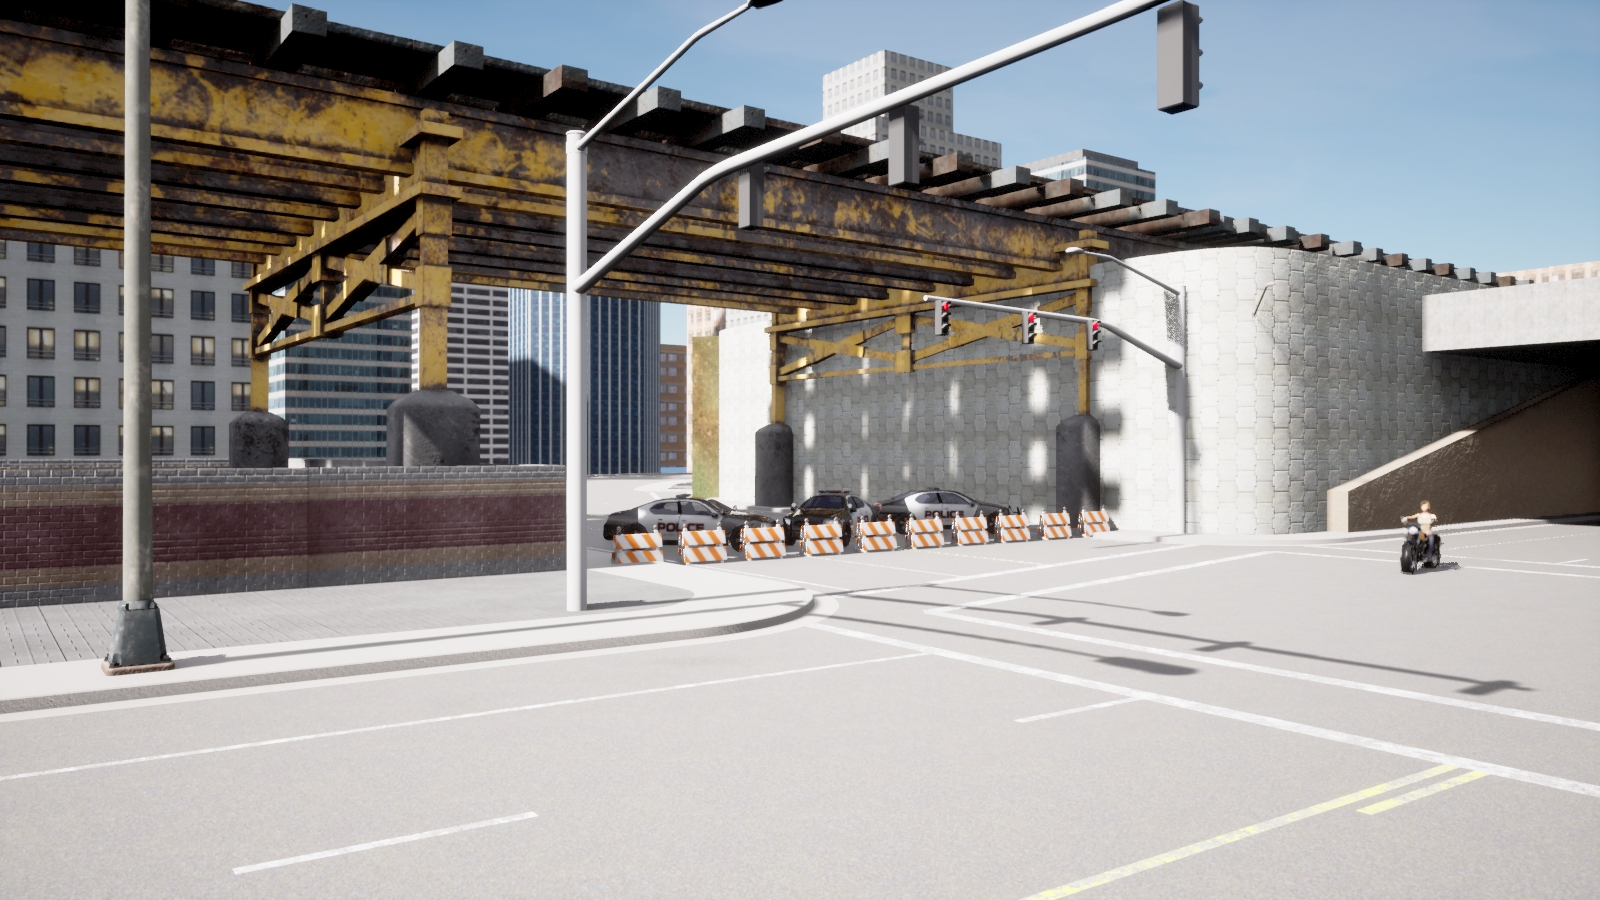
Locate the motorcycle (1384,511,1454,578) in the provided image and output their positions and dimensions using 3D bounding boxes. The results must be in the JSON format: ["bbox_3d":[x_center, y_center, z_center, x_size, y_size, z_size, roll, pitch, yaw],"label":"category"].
[{"bbox_3d":[14.260,2.142,26.306,0.764,1.332,2.356,1,1,45],"label":"motorcycle"}]
